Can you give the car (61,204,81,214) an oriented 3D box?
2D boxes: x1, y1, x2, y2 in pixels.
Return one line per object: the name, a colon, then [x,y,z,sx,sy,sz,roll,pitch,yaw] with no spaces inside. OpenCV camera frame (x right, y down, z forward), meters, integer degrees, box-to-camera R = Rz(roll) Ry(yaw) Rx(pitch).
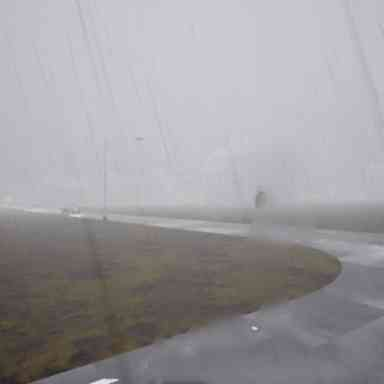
car: [-18.285,2.550,50.211,2.128,1.511,4.902,1,-2,-36]
